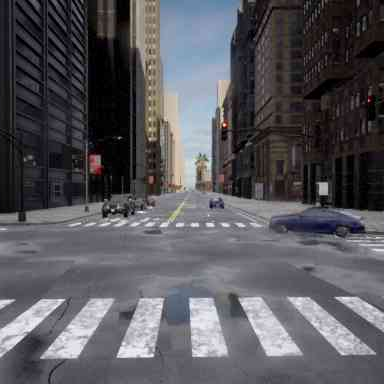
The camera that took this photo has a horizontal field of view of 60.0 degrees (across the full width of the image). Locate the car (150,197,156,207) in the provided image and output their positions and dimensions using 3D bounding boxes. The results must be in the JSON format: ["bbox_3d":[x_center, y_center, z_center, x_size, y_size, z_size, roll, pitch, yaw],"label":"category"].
[{"bbox_3d":[-6.664,1.496,50.533,1.994,1.385,4.181,0,0,-1],"label":"car"}]

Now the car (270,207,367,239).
[{"bbox_3d":[6.410,1.526,17.226,4.674,1.442,1.812,1,1,24],"label":"car"}]

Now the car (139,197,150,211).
[{"bbox_3d":[-6.643,1.455,40.510,1.837,1.490,4.892,0,0,0],"label":"car"}]

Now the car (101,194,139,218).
[{"bbox_3d":[-6.638,1.190,30.636,2.150,2.045,5.566,0,0,0],"label":"car"}]

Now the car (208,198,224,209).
[{"bbox_3d":[3.279,1.468,44.779,1.812,1.442,4.674,0,0,0],"label":"car"}]
